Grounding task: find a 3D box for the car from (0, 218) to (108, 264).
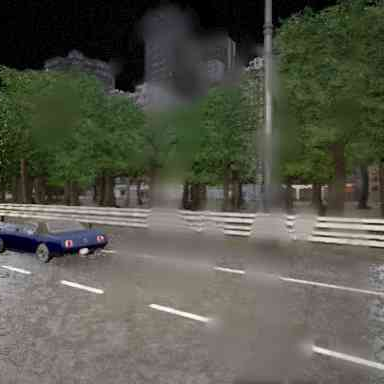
[{"bbox_3d":[-5.255,1.602,11.914,4.718,1.301,1.895,0,0,35],"label":"car"}]
